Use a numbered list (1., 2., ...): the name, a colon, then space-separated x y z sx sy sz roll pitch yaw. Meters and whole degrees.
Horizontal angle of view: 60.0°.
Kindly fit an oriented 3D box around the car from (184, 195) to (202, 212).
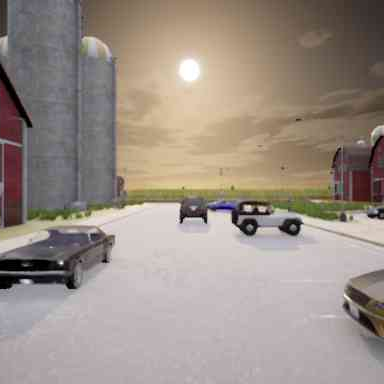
1. car: 0.135 1.415 43.866 2.150 2.045 5.566 0 -1 0

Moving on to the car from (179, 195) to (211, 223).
1. car: 0.119 1.345 27.073 2.150 2.045 5.566 0 0 0

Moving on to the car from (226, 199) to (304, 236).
1. car: 4.091 1.396 18.579 3.866 1.878 1.905 0 0 1

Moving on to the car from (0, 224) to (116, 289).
1. car: -3.584 1.643 9.412 1.895 1.301 4.718 0 0 0

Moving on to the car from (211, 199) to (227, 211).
1. car: 4.248 1.671 42.784 4.611 1.667 2.242 0 0 1

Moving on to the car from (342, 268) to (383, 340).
1. car: 4.571 1.529 5.093 4.193 1.474 1.816 0 0 1

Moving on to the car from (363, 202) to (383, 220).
1. car: 17.411 1.439 28.682 4.605 1.855 1.932 0 0 1
